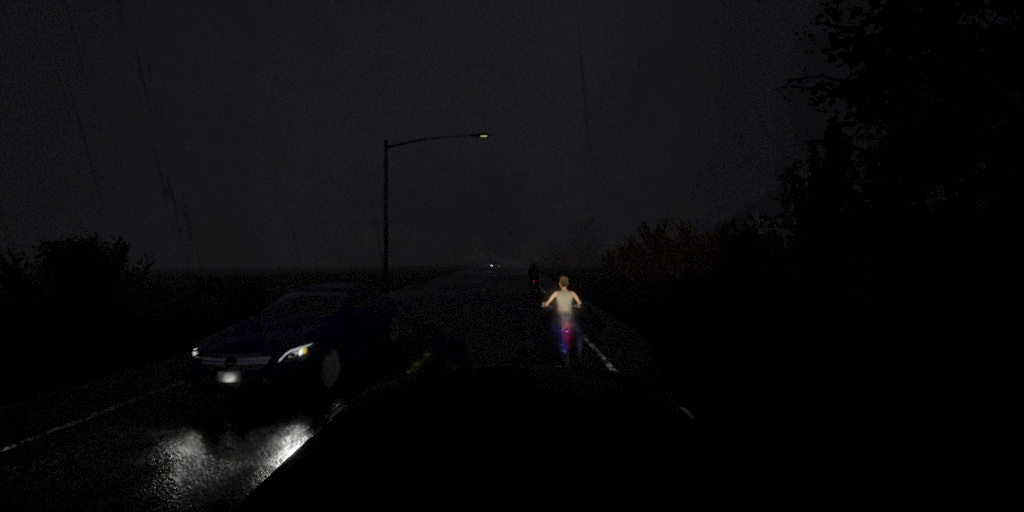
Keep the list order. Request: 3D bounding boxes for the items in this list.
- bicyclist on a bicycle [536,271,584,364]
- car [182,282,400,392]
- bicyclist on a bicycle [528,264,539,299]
[{"bbox_3d":[0.987,1.184,6.921,0.866,1.612,1.509,0,0,1],"label":"bicyclist on a bicycle"},{"bbox_3d":[-3.578,1.273,6.877,1.812,1.442,4.674,0,0,0],"label":"car"},{"bbox_3d":[1.027,1.196,17.038,0.582,1.620,1.656,0,0,0],"label":"bicyclist on a bicycle"}]
